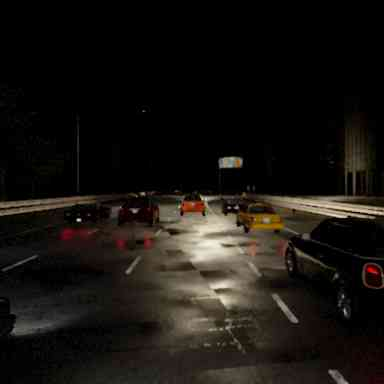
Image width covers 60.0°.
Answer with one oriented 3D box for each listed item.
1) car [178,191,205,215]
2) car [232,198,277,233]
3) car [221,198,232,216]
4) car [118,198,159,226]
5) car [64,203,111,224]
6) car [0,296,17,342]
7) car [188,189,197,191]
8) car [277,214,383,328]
[{"bbox_3d":[0.085,1.058,29.752,2.097,1.767,4.553,0,1,1],"label":"car"},{"bbox_3d":[3.538,1.287,18.251,1.801,1.575,5.366,0,1,0],"label":"car"},{"bbox_3d":[3.593,1.262,29.032,2.033,1.411,5.357,0,1,0],"label":"car"},{"bbox_3d":[-3.342,1.146,21.635,2.097,1.767,4.553,0,1,0],"label":"car"},{"bbox_3d":[-6.842,1.387,22.369,1.895,1.301,4.718,0,1,0],"label":"car"},{"bbox_3d":[-3.399,1.536,2.227,2.033,1.411,5.357,0,0,0],"label":"car"},{"bbox_3d":[0.476,0.736,75.412,1.812,1.442,4.674,0,1,0],"label":"car"},{"bbox_3d":[3.506,1.302,7.059,2.097,1.767,4.553,0,1,0],"label":"car"}]
